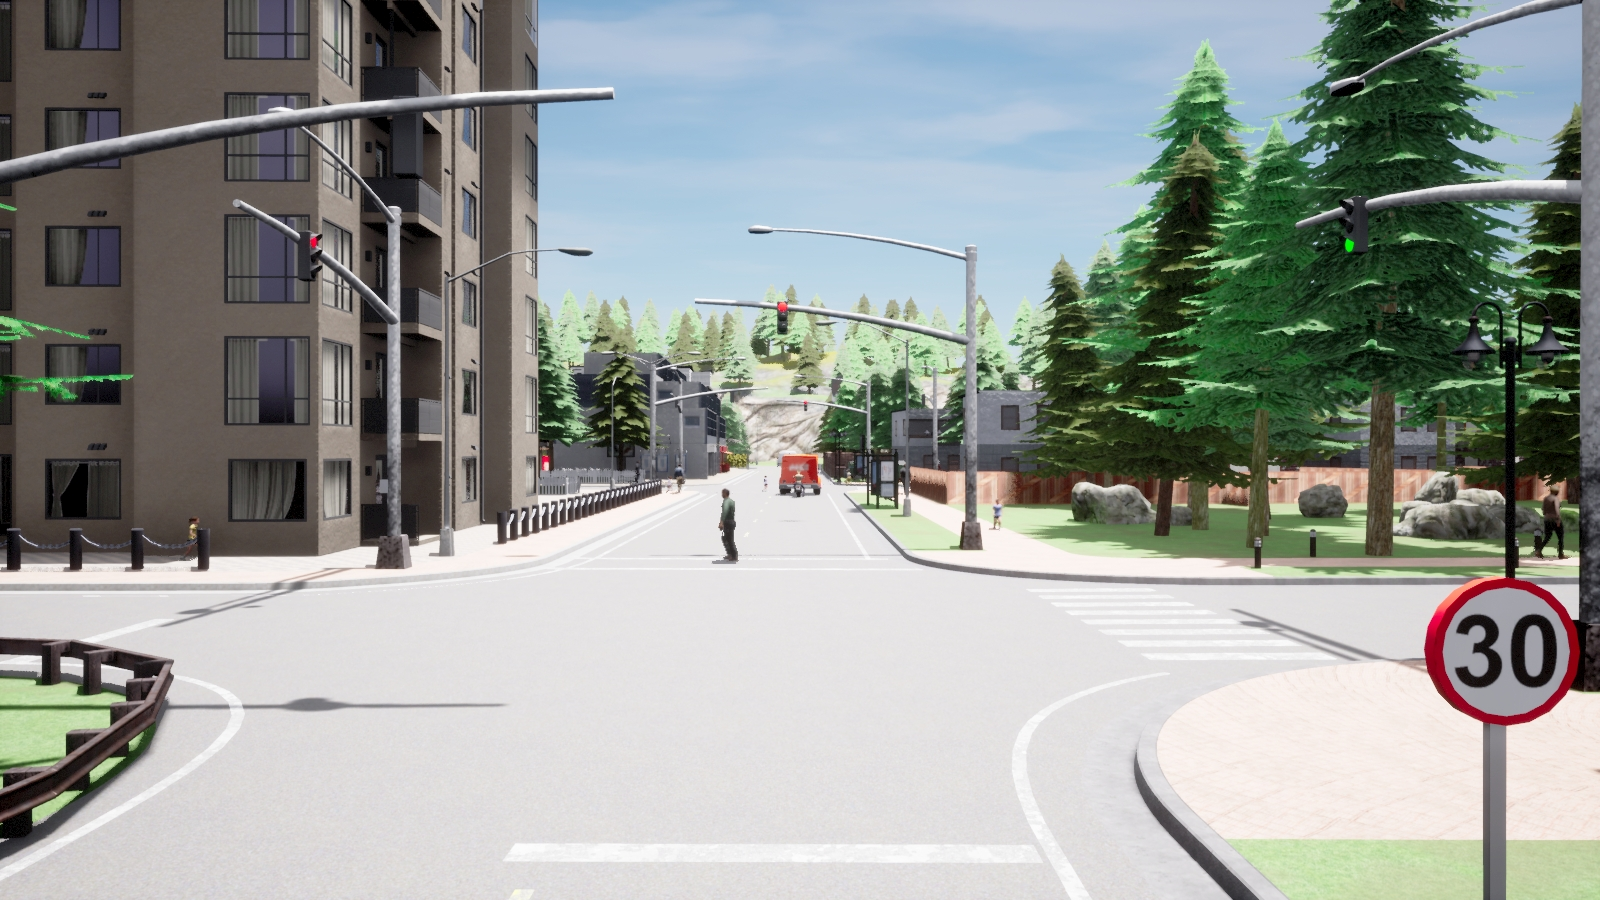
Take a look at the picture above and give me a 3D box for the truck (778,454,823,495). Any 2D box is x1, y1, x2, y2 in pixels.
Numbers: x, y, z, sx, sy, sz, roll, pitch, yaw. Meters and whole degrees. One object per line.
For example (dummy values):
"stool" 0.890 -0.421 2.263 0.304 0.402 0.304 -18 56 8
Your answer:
"truck" 0.071 1.506 71.518 2.627 2.467 5.204 0 0 3

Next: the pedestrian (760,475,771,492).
"pedestrian" -2.266 2.166 74.925 0.500 1.100 0.500 0 0 39

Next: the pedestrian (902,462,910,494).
"pedestrian" 6.180 1.637 66.647 0.375 1.860 0.375 0 0 -2

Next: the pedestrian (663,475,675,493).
"pedestrian" -7.780 2.019 67.997 0.500 1.100 0.500 0 0 28

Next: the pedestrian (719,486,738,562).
"pedestrian" -1.761 1.812 28.115 0.375 1.860 0.375 0 0 15

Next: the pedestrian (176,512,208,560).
"pedestrian" -14.413 2.040 27.099 0.500 1.100 0.500 0 0 2

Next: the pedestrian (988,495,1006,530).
"pedestrian" 6.420 2.035 37.212 0.500 1.100 0.500 0 0 -1

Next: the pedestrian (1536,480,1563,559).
"pedestrian" 17.825 1.647 27.168 0.375 1.860 0.375 0 0 -8

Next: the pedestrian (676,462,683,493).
"pedestrian" -7.190 1.636 68.225 0.375 1.860 0.375 0 0 4
